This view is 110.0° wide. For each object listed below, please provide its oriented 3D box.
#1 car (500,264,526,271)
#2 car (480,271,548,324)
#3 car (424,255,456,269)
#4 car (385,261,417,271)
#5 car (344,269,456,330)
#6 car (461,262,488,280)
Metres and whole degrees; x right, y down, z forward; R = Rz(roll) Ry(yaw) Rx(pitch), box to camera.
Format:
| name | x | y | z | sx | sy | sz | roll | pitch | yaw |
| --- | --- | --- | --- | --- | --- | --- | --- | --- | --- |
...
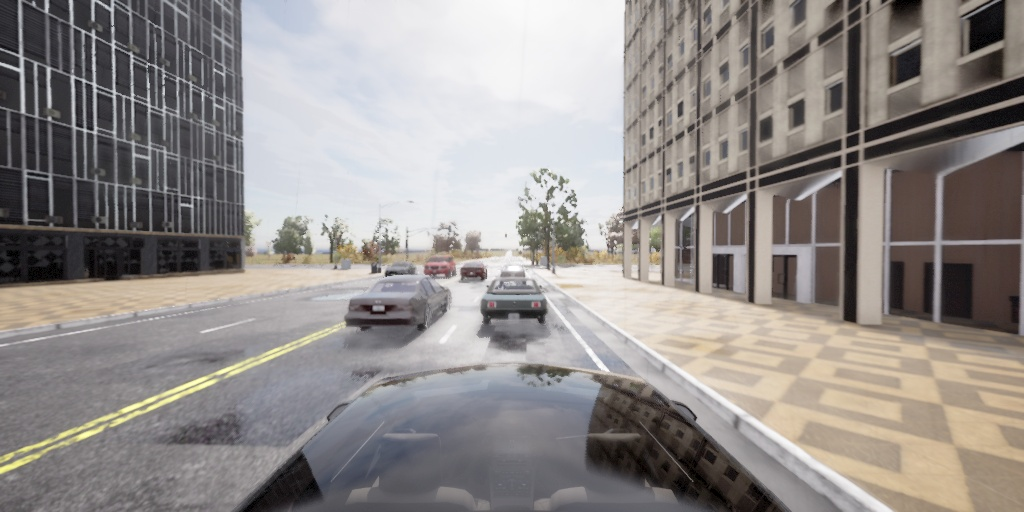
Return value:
| name | x | y | z | sx | sy | sz | roll | pitch | yaw |
| --- | --- | --- | --- | --- | --- | --- | --- | --- | --- |
| car | 0.067 | 1.288 | 26.088 | 2.033 | 1.411 | 5.357 | 0 | 0 | 0 |
| car | 0.071 | 1.350 | 11.947 | 1.895 | 1.301 | 4.718 | 0 | 0 | 0 |
| car | -6.590 | 0.954 | 33.289 | 2.150 | 2.045 | 5.566 | 0 | 0 | 0 |
| car | -9.840 | 1.239 | 32.076 | 1.837 | 1.490 | 4.892 | 0 | 0 | 0 |
| car | -3.182 | 1.297 | 11.104 | 2.033 | 1.411 | 5.357 | 0 | 0 | 0 |
| car | -3.169 | 1.214 | 30.574 | 1.882 | 1.535 | 5.008 | 0 | 0 | 0 |
